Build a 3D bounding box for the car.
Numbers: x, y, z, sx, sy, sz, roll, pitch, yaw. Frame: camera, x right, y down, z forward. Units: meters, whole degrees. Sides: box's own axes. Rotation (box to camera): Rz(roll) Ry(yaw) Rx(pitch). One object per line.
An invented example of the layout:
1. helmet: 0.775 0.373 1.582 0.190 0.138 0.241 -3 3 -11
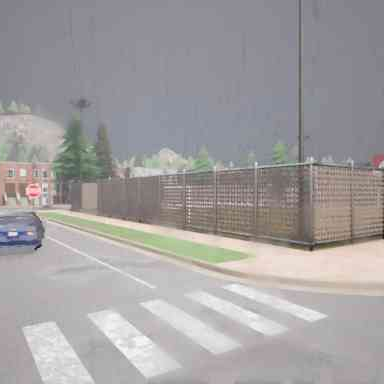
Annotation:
1. car: -7.339 1.538 14.076 2.033 1.411 5.357 0 0 -24
